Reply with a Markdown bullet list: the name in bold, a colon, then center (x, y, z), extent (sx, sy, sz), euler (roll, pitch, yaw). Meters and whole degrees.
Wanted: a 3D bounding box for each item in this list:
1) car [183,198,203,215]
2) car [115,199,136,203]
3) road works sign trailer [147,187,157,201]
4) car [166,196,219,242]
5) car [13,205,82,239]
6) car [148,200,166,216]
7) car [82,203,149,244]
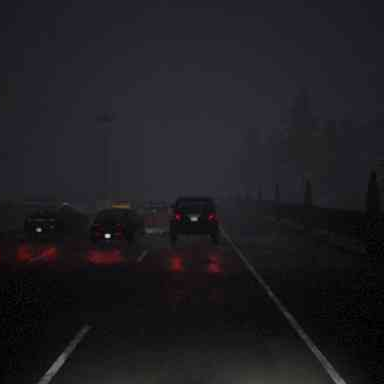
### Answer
- **car**: center (0.090, 1.485, 34.485), extent (1.882, 1.535, 5.008), euler (0, 0, 0)
- **car**: center (-6.910, 1.486, 34.486), extent (1.882, 1.535, 5.008), euler (0, 0, 0)
- **road works sign trailer**: center (-10.579, 0.484, 85.308), extent (2.380, 3.560, 2.880), euler (0, 0, -28)
- **car**: center (0.098, 1.225, 16.540), extent (2.150, 2.045, 5.566), euler (0, 0, 0)
- **car**: center (-6.903, 1.496, 17.447), extent (2.128, 1.511, 4.902), euler (0, 0, 0)
- **car**: center (-3.402, 1.499, 32.934), extent (2.128, 1.511, 4.902), euler (0, 0, 0)
- **car**: center (-3.404, 1.509, 15.864), extent (1.837, 1.490, 4.892), euler (0, 0, 0)
